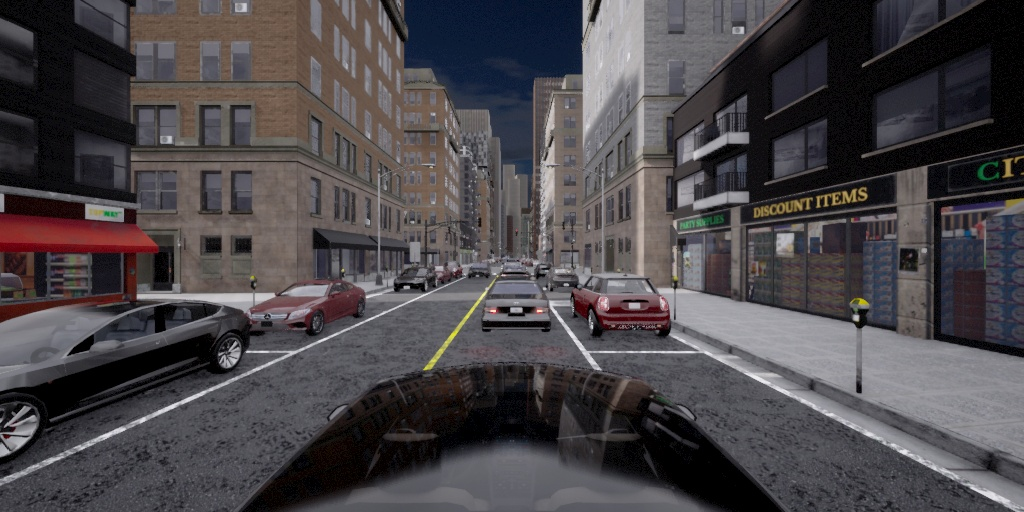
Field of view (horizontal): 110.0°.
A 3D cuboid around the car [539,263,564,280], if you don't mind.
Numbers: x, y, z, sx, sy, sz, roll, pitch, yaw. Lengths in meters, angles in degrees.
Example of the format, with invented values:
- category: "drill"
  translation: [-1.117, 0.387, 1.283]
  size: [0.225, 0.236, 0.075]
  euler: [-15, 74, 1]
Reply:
- category: "car"
  translation: [2.907, 1.301, 21.340]
  size: [2.007, 1.370, 4.403]
  euler: [0, 0, 0]

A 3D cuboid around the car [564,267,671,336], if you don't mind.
- category: "car"
  translation: [2.878, 1.189, 10.337]
  size: [1.967, 1.591, 4.097]
  euler: [0, 0, 0]

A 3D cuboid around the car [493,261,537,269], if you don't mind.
- category: "car"
  translation: [0.149, 1.242, 21.334]
  size: [2.128, 1.511, 4.902]
  euler: [0, 0, 0]

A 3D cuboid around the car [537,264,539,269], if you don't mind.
- category: "car"
  translation: [2.937, 1.318, 32.342]
  size: [1.948, 1.339, 4.313]
  euler: [0, 0, 0]

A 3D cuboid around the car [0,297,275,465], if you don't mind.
- category: "car"
  translation: [-5.663, 1.315, 4.859]
  size: [1.948, 1.339, 4.313]
  euler: [0, 0, 0]

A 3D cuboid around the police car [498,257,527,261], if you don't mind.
- category: "police car"
  translation: [0.076, 1.177, 31.353]
  size: [1.930, 1.638, 5.238]
  euler: [0, 0, 0]

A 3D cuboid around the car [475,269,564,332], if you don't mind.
- category: "car"
  translation: [0.119, 1.297, 10.811]
  size: [2.033, 1.411, 5.357]
  euler: [0, 0, 0]

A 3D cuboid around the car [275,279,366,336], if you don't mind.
- category: "car"
  translation: [-5.648, 1.331, 10.361]
  size: [1.802, 1.307, 4.207]
  euler: [0, 0, 0]

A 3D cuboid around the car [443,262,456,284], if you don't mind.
- category: "car"
  translation: [-5.604, 1.333, 26.864]
  size: [1.802, 1.307, 4.207]
  euler: [0, 0, 0]

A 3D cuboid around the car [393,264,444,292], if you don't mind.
- category: "car"
  translation: [-5.618, 1.316, 21.363]
  size: [1.948, 1.339, 4.313]
  euler: [0, 0, 0]

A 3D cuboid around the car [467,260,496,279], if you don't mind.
- category: "car"
  translation: [-2.918, 1.313, 33.133]
  size: [2.033, 1.411, 5.357]
  euler: [0, 0, 0]

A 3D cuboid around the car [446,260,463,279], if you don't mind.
- category: "car"
  translation: [-5.588, 1.192, 32.366]
  size: [1.967, 1.591, 4.097]
  euler: [0, 0, 0]
